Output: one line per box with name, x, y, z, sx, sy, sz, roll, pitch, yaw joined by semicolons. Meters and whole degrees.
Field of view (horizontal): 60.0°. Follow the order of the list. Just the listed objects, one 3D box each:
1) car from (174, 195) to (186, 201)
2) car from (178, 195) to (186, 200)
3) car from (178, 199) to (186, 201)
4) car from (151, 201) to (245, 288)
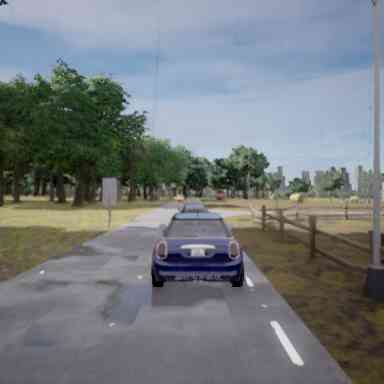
car;-2.549;1.393;68.130;1.882;1.535;5.008;0;0;0
car;-2.500;1.369;84.439;1.994;1.385;4.181;0;0;0
car;0.160;1.420;20.813;1.837;1.490;4.892;0;0;0
car;0.123;1.309;9.280;2.097;1.767;4.553;0;0;0
